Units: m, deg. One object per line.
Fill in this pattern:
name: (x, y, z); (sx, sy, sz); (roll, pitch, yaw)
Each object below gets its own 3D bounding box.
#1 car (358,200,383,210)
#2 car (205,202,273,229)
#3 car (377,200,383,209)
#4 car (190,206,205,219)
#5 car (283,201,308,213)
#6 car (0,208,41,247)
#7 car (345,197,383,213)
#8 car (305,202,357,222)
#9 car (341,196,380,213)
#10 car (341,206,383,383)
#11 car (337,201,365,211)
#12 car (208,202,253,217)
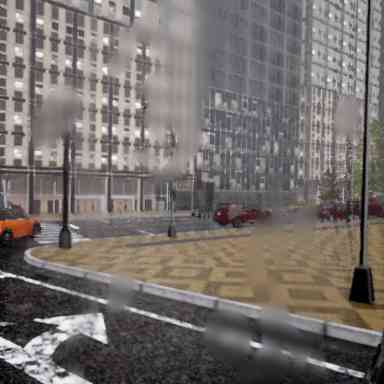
car: (27.475, 1.976, 50.800); (4.313, 1.339, 1.947); (1, 1, -34)
car: (3.864, 1.665, 25.079); (5.009, 1.841, 2.192); (1, 1, -34)
car: (32.153, 2.019, 54.002); (4.313, 1.339, 1.947); (1, 1, -34)
car: (1.937, 1.790, 30.329); (4.181, 1.385, 1.994); (1, 1, -34)
car: (13.302, 1.807, 41.095); (4.829, 1.417, 1.752); (1, 1, -34)
car: (-9.189, 1.552, 16.215); (2.097, 1.767, 4.553); (2, -1, -3)
car: (17.897, 1.792, 34.686); (5.009, 1.841, 2.192); (1, 1, -34)
car: (13.214, 1.979, 31.487); (4.507, 1.381, 1.887); (1, 1, -34)
car: (22.490, 1.638, 44.302); (5.566, 2.045, 2.150); (1, 1, -34)
car: (3.646, 1.221, 1.085); (5.566, 2.045, 2.150); (0, 0, 35)
car: (22.797, 1.950, 47.597); (4.206, 1.307, 1.802); (1, 1, -34)
car: (4.087, 1.749, 34.787); (4.403, 1.369, 2.008); (1, 1, -34)
